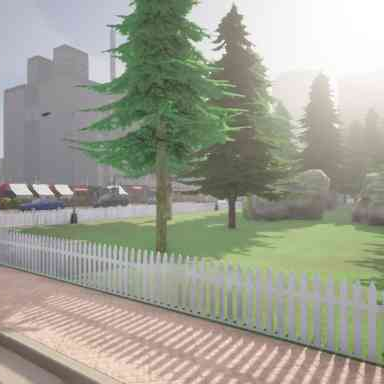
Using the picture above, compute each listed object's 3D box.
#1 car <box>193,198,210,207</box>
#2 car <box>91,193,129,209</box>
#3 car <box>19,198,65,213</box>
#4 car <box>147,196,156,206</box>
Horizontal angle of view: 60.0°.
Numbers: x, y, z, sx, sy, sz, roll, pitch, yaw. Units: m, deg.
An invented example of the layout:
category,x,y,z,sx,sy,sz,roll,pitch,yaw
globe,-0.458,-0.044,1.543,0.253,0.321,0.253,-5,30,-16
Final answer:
category,x,y,z,sx,sy,sz,roll,pitch,yaw
car,2.205,1.596,52.279,1.895,1.301,4.718,0,0,34
car,-11.047,1.216,45.513,2.150,2.045,5.566,0,0,34
car,-16.695,1.472,37.154,1.882,1.535,5.008,0,0,34
car,-5.257,1.346,54.017,2.097,1.767,4.553,0,0,34
